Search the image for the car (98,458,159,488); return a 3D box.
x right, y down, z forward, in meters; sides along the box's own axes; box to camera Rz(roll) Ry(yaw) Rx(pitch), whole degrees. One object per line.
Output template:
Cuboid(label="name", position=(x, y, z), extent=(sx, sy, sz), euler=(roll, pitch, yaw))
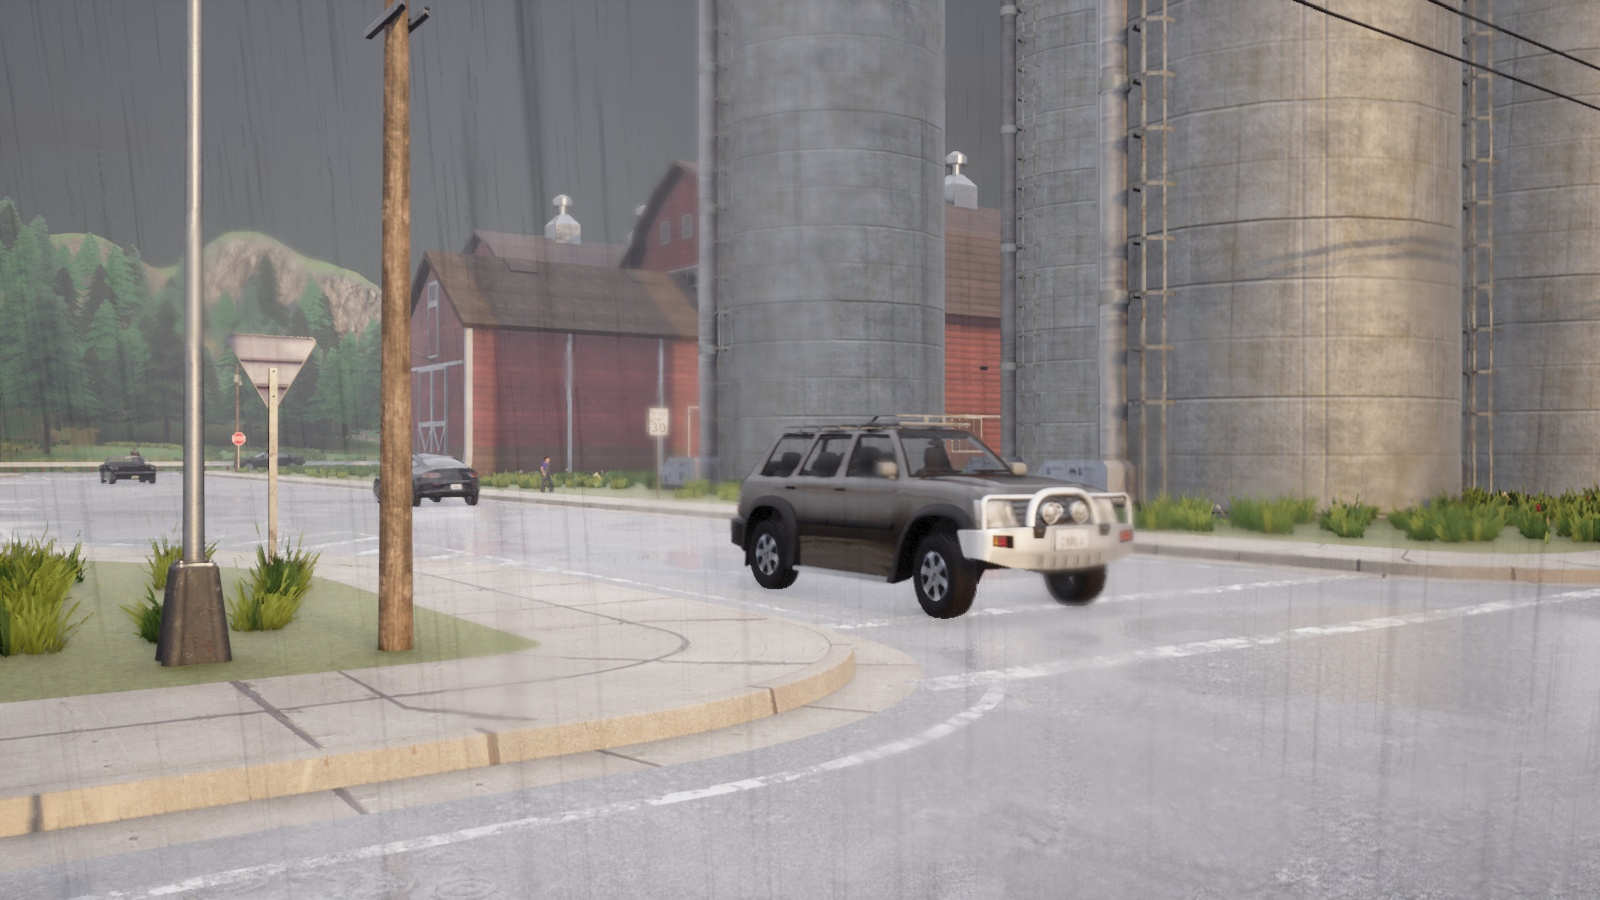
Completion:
Cuboid(label="car", position=(-30.990, 1.043, 57.908), extent=(1.895, 1.301, 4.718), euler=(0, 0, -36))

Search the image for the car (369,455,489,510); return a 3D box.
Cuboid(label="car", position=(-10.510, 0.865, 35.338), extent=(1.812, 1.442, 4.674), euler=(0, 0, -36))

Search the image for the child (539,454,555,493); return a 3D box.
Cuboid(label="child", position=(-8.262, 0.775, 40.979), extent=(0.437, 1.263, 0.270), euler=(0, 0, 31))

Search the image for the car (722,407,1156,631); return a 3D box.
Cuboid(label="car", position=(1.187, 0.580, 12.883), extent=(1.932, 1.855, 4.605), euler=(0, 0, -33))
